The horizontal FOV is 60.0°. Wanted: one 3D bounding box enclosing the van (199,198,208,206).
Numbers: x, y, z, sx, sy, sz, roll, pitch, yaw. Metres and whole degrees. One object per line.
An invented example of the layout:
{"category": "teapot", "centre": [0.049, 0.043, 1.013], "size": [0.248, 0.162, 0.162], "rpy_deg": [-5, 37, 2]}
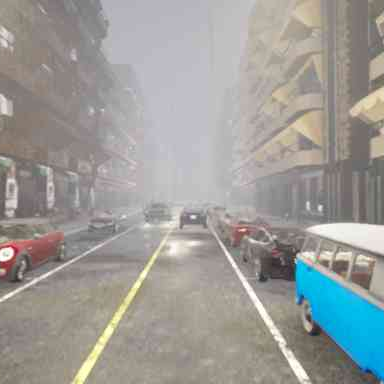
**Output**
{"category": "van", "centre": [2.526, 2.177, 72.285], "size": [1.690, 1.788, 3.998], "rpy_deg": [1, -1, 0]}

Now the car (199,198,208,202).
{"category": "car", "centre": [2.532, 2.253, 60.941], "size": [2.008, 1.369, 4.403], "rpy_deg": [1, -1, 0]}

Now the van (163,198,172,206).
{"category": "van", "centre": [-5.321, 2.177, 72.251], "size": [1.690, 1.788, 3.998], "rpy_deg": [1, -1, 0]}

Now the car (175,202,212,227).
{"category": "car", "centre": [0.084, 1.790, 25.108], "size": [2.163, 1.488, 4.792], "rpy_deg": [0, -1, 0]}

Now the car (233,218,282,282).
{"category": "car", "centre": [2.567, 1.680, 9.908], "size": [1.947, 1.339, 4.313], "rpy_deg": [1, -1, 0]}

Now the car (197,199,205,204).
{"category": "car", "centre": [2.507, 2.675, 94.964], "size": [1.947, 1.339, 4.313], "rpy_deg": [1, -1, 0]}

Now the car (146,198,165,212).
{"category": "car", "centre": [-5.346, 1.885, 49.569], "size": [2.192, 1.841, 5.009], "rpy_deg": [1, -1, 0]}

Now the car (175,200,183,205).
{"category": "car", "centre": [-2.798, 2.399, 69.709], "size": [1.895, 1.301, 4.718], "rpy_deg": [0, -1, 0]}

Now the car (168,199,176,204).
{"category": "car", "centre": [-5.336, 2.591, 89.260], "size": [2.008, 1.369, 4.403], "rpy_deg": [1, -1, 0]}

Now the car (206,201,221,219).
{"category": "car", "centre": [2.552, 1.900, 32.760], "size": [1.752, 1.417, 4.829], "rpy_deg": [1, -1, 0]}

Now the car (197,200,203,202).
{"category": "car", "centre": [0.072, 2.084, 42.136], "size": [1.895, 1.301, 4.718], "rpy_deg": [0, -1, 0]}

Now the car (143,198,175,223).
{"category": "car", "centre": [-2.868, 1.686, 29.270], "size": [2.097, 1.767, 4.553], "rpy_deg": [0, -1, 0]}

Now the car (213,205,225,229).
{"category": "car", "centre": [2.559, 1.770, 21.419], "size": [1.752, 1.417, 4.829], "rpy_deg": [1, -1, 0]}

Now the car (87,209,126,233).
{"category": "car", "centre": [-5.321, 1.793, 21.214], "size": [2.008, 1.369, 4.403], "rpy_deg": [1, -1, 0]}

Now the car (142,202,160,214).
{"category": "car", "centre": [-5.342, 2.027, 43.726], "size": [1.752, 1.417, 4.829], "rpy_deg": [1, -1, 0]}

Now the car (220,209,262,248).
{"category": "car", "centre": [2.563, 1.723, 15.578], "size": [1.887, 1.381, 4.507], "rpy_deg": [1, -1, 0]}

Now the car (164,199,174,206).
{"category": "car", "centre": [-5.327, 2.449, 77.919], "size": [1.887, 1.381, 4.507], "rpy_deg": [1, -1, 0]}

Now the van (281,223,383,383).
{"category": "van", "centre": [2.574, 1.391, 4.240], "size": [1.690, 1.788, 3.998], "rpy_deg": [1, -1, 0]}

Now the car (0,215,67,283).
{"category": "car", "centre": [-5.312, 1.554, 9.874], "size": [1.967, 1.590, 4.097], "rpy_deg": [1, -1, 0]}

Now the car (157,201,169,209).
{"category": "car", "centre": [-5.327, 2.284, 60.907], "size": [1.802, 1.307, 4.206], "rpy_deg": [1, -1, 0]}
